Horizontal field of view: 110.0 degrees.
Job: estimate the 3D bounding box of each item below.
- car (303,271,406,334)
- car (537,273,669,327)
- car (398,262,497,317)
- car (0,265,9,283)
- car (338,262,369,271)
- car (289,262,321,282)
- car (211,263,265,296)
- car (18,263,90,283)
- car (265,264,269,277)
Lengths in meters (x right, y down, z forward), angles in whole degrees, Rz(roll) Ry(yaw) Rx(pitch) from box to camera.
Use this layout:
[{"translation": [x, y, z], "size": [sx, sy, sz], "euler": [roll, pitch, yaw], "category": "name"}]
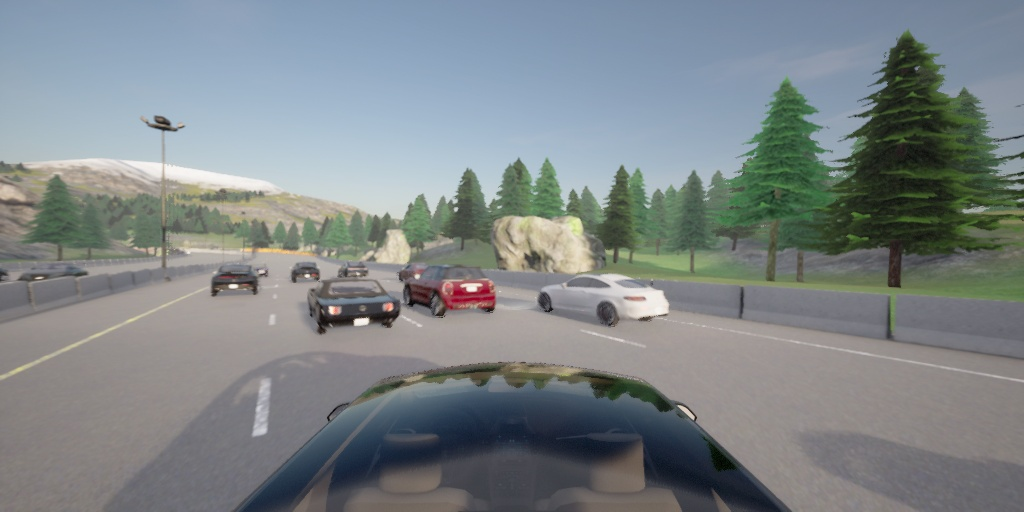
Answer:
[{"translation": [-4.840, 1.299, 10.564], "size": [1.895, 1.301, 4.718], "euler": [0, 0, -33], "category": "car"}, {"translation": [2.743, 1.284, 11.727], "size": [1.812, 1.442, 4.674], "euler": [0, 0, -33], "category": "car"}, {"translation": [-2.448, 1.070, 13.315], "size": [2.097, 1.767, 4.553], "euler": [0, 0, -33], "category": "car"}, {"translation": [-33.108, 1.105, 21.740], "size": [1.837, 1.490, 4.892], "euler": [0, -1, -33], "category": "car"}, {"translation": [-13.418, 1.220, 30.293], "size": [2.128, 1.511, 4.902], "euler": [0, 0, -33], "category": "car"}, {"translation": [-16.316, 1.210, 28.329], "size": [1.837, 1.490, 4.892], "euler": [0, -1, -33], "category": "car"}, {"translation": [-14.295, 1.166, 18.753], "size": [1.837, 1.490, 4.892], "euler": [0, 0, -33], "category": "car"}, {"translation": [-30.338, 1.187, 23.906], "size": [1.994, 1.385, 4.181], "euler": [0, 0, -33], "category": "car"}, {"translation": [-23.764, 1.309, 33.407], "size": [1.895, 1.301, 4.718], "euler": [0, 0, -33], "category": "car"}]
